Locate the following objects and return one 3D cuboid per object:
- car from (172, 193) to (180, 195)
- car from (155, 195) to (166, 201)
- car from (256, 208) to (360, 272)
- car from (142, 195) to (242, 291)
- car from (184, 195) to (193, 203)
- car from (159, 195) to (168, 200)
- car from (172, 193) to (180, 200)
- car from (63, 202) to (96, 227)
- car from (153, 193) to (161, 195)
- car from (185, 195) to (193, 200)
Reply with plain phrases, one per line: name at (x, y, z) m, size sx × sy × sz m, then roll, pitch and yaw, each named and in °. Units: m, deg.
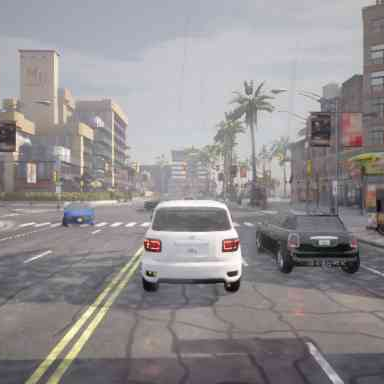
car at (-4.205, 1.540, 72.880) m, size 2.033 × 1.411 × 5.357 m, roll 0°, pitch 0°, yaw -1°
car at (-7.801, 1.525, 82.588) m, size 2.128 × 1.511 × 4.902 m, roll 0°, pitch 0°, yaw -1°
car at (3.479, 1.352, 10.889) m, size 2.097 × 1.767 × 4.553 m, roll 0°, pitch 0°, yaw 0°
car at (-0.015, 1.221, 9.151) m, size 2.150 × 2.045 × 5.566 m, roll 0°, pitch 0°, yaw 0°
car at (-0.676, 1.478, 70.327) m, size 1.882 × 1.535 × 5.008 m, roll 0°, pitch 0°, yaw -1°
car at (-7.906, 1.540, 92.927) m, size 2.033 × 1.411 × 5.357 m, roll 0°, pitch 0°, yaw -1°
car at (-4.413, 1.225, 93.174) m, size 2.150 × 2.045 × 5.566 m, roll 0°, pitch 0°, yaw -1°
car at (-7.804, 1.478, 23.125) m, size 1.882 × 1.535 × 5.008 m, roll 1°, pitch 0°, yaw -19°
car at (-7.705, 1.225, 72.866) m, size 2.150 × 2.045 × 5.566 m, roll 0°, pitch 0°, yaw -1°
car at (-0.904, 1.540, 93.040) m, size 2.033 × 1.411 × 5.357 m, roll 0°, pitch 0°, yaw -1°
